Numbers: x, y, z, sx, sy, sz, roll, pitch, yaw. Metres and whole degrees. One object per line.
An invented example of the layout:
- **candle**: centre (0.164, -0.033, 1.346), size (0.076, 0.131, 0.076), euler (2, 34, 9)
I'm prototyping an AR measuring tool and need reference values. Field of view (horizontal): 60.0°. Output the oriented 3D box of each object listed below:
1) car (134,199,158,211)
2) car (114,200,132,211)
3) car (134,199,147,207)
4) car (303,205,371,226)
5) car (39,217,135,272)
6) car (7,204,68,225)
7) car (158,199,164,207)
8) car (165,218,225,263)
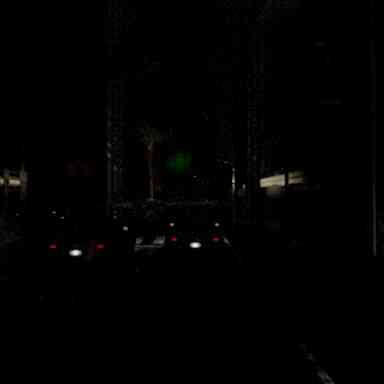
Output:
- **car**: centre (-6.576, 1.889, 47.784), size (2.128, 1.511, 4.902), euler (0, 0, 0)
- **car**: centre (-9.825, 1.924, 47.730), size (1.812, 1.442, 4.674), euler (0, 0, 0)
- **car**: centre (-9.767, 2.089, 63.400), size (1.812, 1.442, 4.674), euler (0, -1, 1)
- **car**: centre (10.243, 1.627, 23.544), size (4.674, 1.442, 1.812), euler (0, -1, -1)
- **car**: centre (-3.149, 1.631, 11.005), size (1.994, 1.385, 4.181), euler (0, 0, 0)
- **car**: centre (-11.696, 1.680, 25.143), size (4.902, 1.511, 2.128), euler (0, -1, 21)
- **car**: centre (-6.514, 2.095, 63.935), size (1.812, 1.442, 4.674), euler (0, -1, 0)
- **car**: centre (0.102, 1.640, 12.360), size (1.994, 1.385, 4.181), euler (0, 0, 0)
